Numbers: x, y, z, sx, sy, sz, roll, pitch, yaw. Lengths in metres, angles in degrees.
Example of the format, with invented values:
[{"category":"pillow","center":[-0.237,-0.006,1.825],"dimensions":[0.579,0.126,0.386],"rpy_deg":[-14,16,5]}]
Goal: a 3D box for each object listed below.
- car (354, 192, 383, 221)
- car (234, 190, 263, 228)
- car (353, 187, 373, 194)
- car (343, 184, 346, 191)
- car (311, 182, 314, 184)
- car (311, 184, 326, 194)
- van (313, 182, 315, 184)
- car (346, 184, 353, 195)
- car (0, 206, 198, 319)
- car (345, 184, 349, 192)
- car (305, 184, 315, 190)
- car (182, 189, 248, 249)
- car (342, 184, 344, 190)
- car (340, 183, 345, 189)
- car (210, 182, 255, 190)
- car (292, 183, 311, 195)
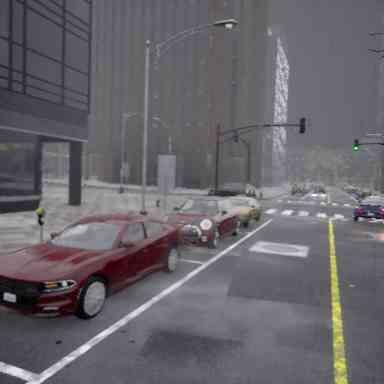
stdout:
[{"category":"car","center":[10.812,0.986,19.608],"dimensions":[1.812,1.442,4.674],"rpy_deg":[3,3,34]},{"category":"car","center":[2.401,0.823,16.635],"dimensions":[1.752,1.417,4.829],"rpy_deg":[3,3,22]},{"category":"car","center":[22.471,0.215,43.140],"dimensions":[1.967,1.590,4.097],"rpy_deg":[3,3,22]},{"category":"car","center":[32.774,-0.469,68.291],"dimensions":[1.887,1.381,4.507],"rpy_deg":[3,3,22]},{"category":"car","center":[22.766,-0.743,66.322],"dimensions":[1.752,1.417,4.829],"rpy_deg":[3,3,22]},{"category":"car","center":[22.642,-0.330,58.793],"dimensions":[1.895,1.301,4.718],"rpy_deg":[3,3,23]},{"category":"van","center":[26.958,-1.246,76.530],"dimensions":[1.690,1.788,3.998],"rpy_deg":[3,3,22]},{"category":"car","center":[28.651,-0.148,58.233],"dimensions":[2.008,1.369,4.403],"rpy_deg":[3,3,22]},{"category":"car","center":[-1.673,1.158,6.699],"dimensions":[1.887,1.381,4.507],"rpy_deg":[3,3,22]},{"category":"car","center":[30.713,-0.311,63.262],"dimensions":[1.887,1.381,4.507],"rpy_deg":[3,3,22]},{"category":"car","center":[29.013,-1.193,81.568],"dimensions":[2.008,1.369,4.403],"rpy_deg":[3,3,22]},{"category":"car","center":[0.400,0.893,11.742],"dimensions":[1.967,1.590,4.097],"rpy_deg":[3,3,22]},{"category":"car","center":[34.900,-0.650,73.477],"dimensions":[1.752,1.417,4.829],"rpy_deg":[3,3,22]},{"category":"car","center":[39.023,-0.963,83.535],"dimensions":[1.752,1.417,4.829],"rpy_deg":[3,3,22]},{"category":"car","center":[3.736,-0.160,31.498],"dimensions":[4.553,1.767,2.097],"rpy_deg":[5,4,36]},{"category":"car","center":[16.653,-0.485,51.382],"dimensions":[2.192,1.841,5.009],"rpy_deg":[3,3,22]}]
